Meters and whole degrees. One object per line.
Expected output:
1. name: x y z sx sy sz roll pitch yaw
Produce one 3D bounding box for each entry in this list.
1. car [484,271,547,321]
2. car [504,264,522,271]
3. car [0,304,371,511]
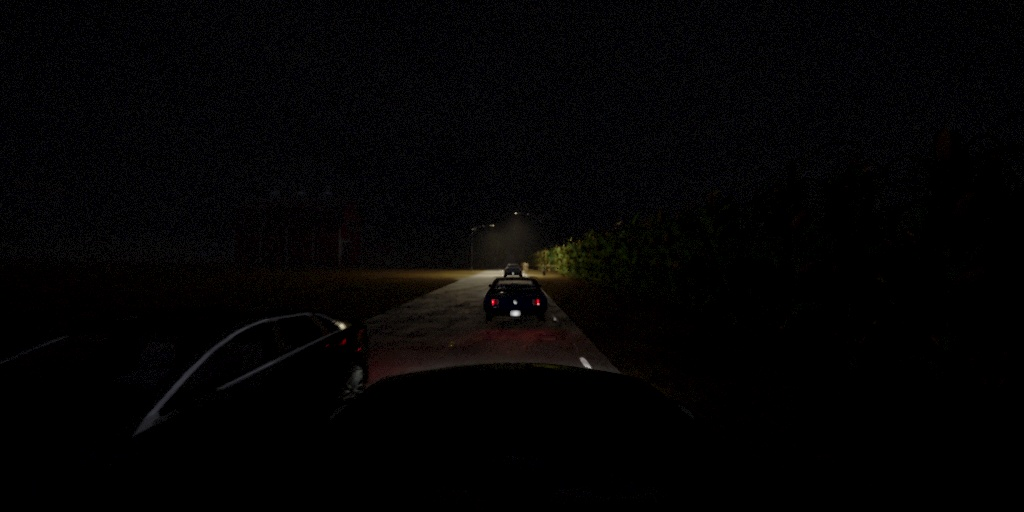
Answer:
1. car: 0.104 1.386 12.675 1.895 1.301 4.718 0 0 0
2. car: 0.110 1.528 38.022 1.812 1.442 4.674 0 -1 0
3. car: -2.848 1.246 3.003 2.128 1.511 4.902 0 0 0
